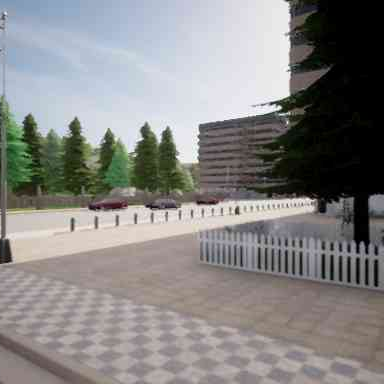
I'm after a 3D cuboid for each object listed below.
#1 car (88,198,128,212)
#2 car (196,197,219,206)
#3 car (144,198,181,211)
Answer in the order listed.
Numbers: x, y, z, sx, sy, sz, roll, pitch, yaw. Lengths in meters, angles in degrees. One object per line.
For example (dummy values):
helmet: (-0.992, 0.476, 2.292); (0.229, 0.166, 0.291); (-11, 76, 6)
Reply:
car: (-9.729, 1.443, 38.843); (1.882, 1.535, 5.008); (0, 0, 36)
car: (2.607, 1.568, 55.953); (1.895, 1.301, 4.718); (0, 0, 36)
car: (-3.530, 1.517, 41.496); (2.033, 1.411, 5.357); (0, 0, 36)
